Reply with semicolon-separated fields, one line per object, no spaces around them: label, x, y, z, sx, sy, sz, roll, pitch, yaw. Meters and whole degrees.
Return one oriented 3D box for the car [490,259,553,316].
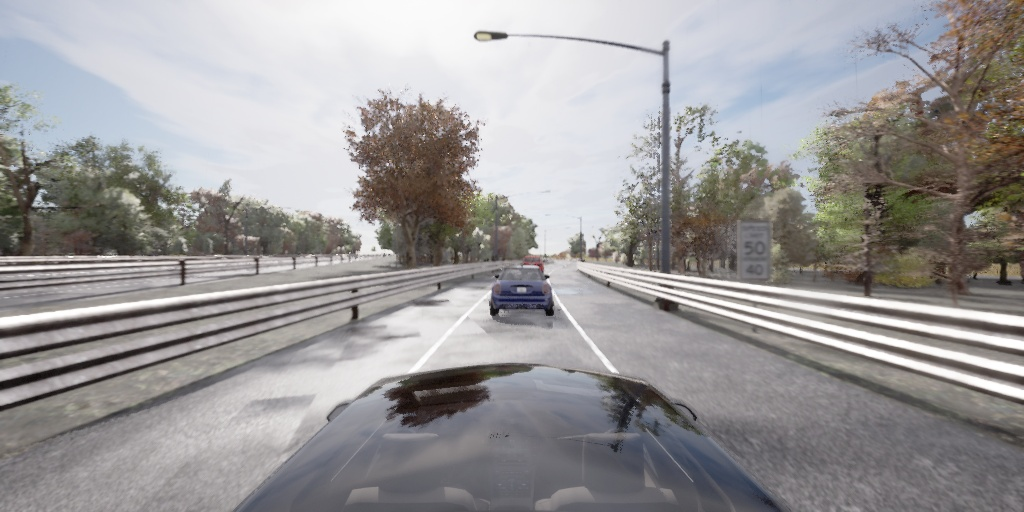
car;0.388;1.129;13.761;2.097;1.767;4.553;0;0;2

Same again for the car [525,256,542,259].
car;2.314;1.054;38.364;2.150;2.045;5.566;0;0;7
